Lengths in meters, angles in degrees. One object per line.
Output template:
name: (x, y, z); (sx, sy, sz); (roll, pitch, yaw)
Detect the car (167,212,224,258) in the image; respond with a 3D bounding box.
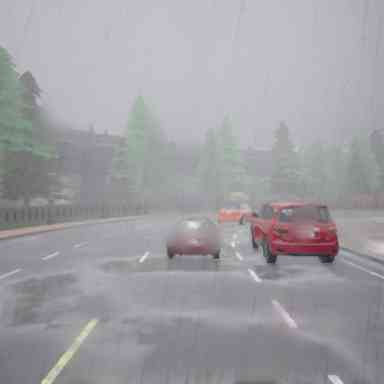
car: (0.169, 1.717, 13.492); (1.994, 1.385, 4.181); (0, -1, 4)

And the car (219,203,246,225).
car: (3.849, 1.653, 26.910); (2.097, 1.767, 4.553); (0, -1, 30)

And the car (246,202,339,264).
car: (3.576, 1.367, 12.559); (2.150, 2.045, 5.566); (0, 0, 2)

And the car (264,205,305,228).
car: (7.267, 1.815, 25.824); (1.812, 1.442, 4.674); (-1, -1, 31)
